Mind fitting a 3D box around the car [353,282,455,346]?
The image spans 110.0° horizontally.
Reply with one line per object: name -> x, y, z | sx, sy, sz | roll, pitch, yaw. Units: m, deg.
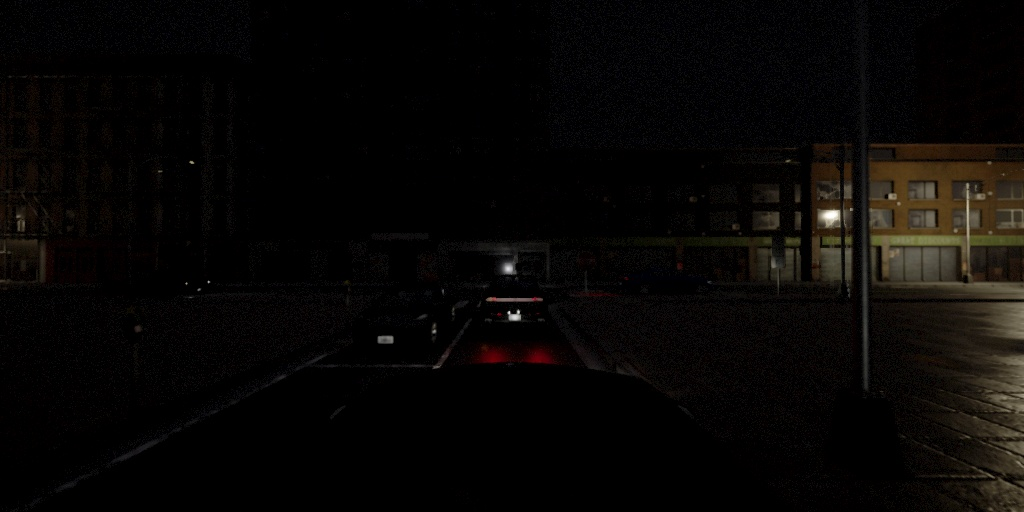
car -> -2.638, 1.398, 9.666 | 1.948, 1.339, 4.313 | 0, 0, 0

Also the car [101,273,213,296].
car -> -19.892, 1.593, 20.276 | 4.718, 1.301, 1.895 | 0, 0, 0

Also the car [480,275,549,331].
car -> 0.052, 1.341, 11.372 | 2.128, 1.511, 4.902 | 0, -1, -1

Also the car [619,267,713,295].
car -> 8.622, 1.400, 20.268 | 5.008, 1.535, 1.882 | 0, 0, 0
